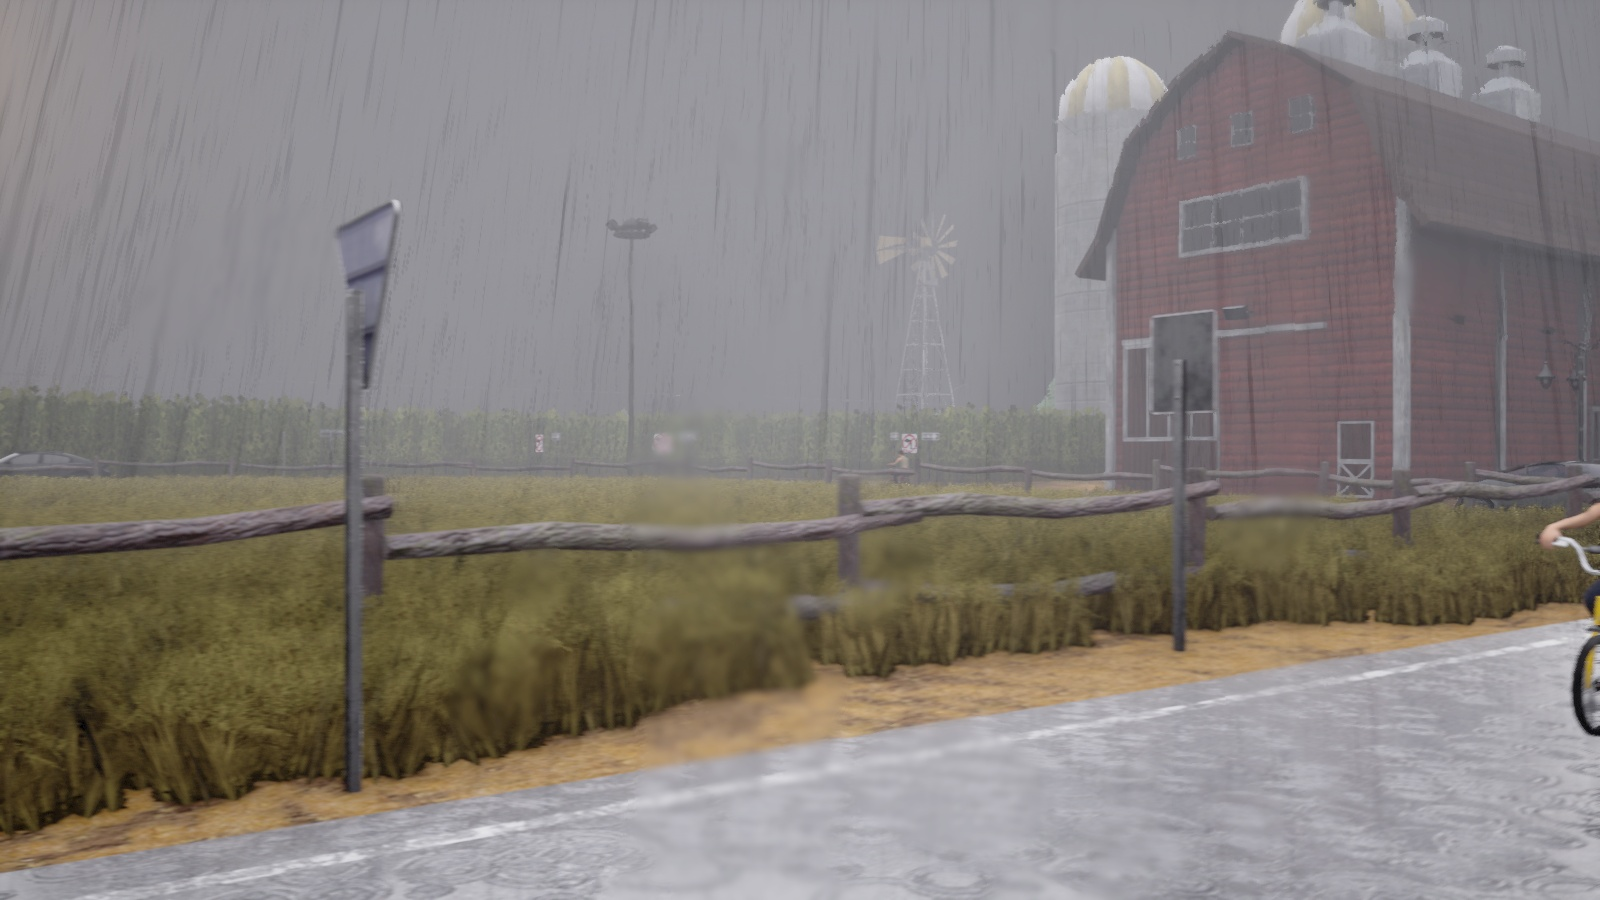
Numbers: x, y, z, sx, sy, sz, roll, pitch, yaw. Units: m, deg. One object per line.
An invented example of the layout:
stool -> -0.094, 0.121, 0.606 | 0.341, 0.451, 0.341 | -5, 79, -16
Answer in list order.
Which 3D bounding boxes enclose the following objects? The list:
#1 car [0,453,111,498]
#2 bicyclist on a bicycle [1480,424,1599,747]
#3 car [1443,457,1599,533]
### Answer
car -> -27.277, 0.877, 44.353 | 5.008, 1.535, 1.882 | 0, 0, -34
bicyclist on a bicycle -> 4.530, 0.688, 6.839 | 1.509, 1.612, 0.866 | 1, -1, -35
car -> 15.036, 0.837, 24.293 | 1.994, 1.385, 4.181 | 0, 0, -31
